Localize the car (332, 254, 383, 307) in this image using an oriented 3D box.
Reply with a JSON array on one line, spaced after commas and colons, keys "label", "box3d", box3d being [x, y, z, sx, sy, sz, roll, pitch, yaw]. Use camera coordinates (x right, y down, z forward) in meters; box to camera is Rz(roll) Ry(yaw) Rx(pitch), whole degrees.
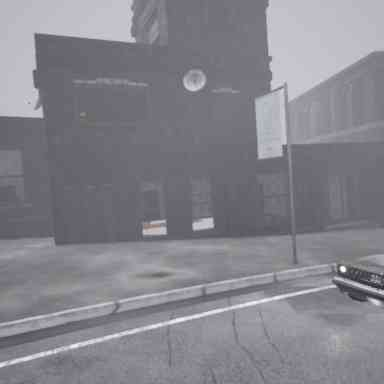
[{"label": "car", "box3d": [5.113, 1.543, 6.580, 4.718, 1.301, 1.895, 0, 1, -25]}]
